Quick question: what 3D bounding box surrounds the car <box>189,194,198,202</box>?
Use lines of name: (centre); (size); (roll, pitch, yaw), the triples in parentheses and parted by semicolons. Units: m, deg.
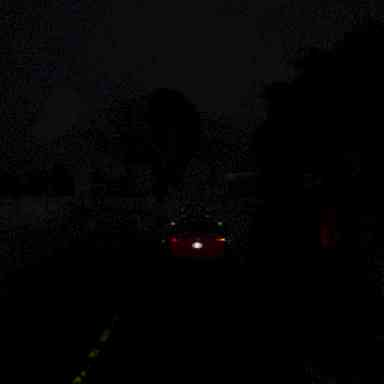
car: (0.442, 1.630, 87.577); (2.150, 2.045, 5.566); (0, -1, 0)

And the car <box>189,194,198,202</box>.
car: (0.390, 1.887, 77.121); (1.837, 1.490, 4.892); (0, -1, 0)

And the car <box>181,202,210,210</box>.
car: (0.210, 1.554, 21.838); (1.994, 1.385, 4.181); (0, 0, 0)

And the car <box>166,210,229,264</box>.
car: (0.163, 1.547, 11.817); (1.994, 1.385, 4.181); (0, 0, 0)
